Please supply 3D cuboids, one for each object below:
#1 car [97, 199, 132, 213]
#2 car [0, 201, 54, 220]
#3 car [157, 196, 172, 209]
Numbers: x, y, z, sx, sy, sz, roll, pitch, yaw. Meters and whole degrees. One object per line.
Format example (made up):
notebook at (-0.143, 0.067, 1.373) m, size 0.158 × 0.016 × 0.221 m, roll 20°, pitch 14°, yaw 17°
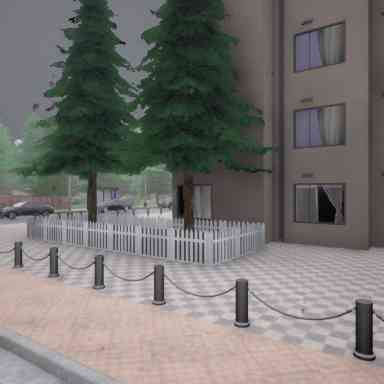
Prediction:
car at (-8.710, 1.476, 36.154) m, size 2.128 × 1.511 × 4.902 m, roll 0°, pitch 0°, yaw 37°
car at (-14.299, 1.510, 28.692) m, size 1.812 × 1.442 × 4.674 m, roll 0°, pitch 0°, yaw 37°
car at (-2.541, 1.337, 44.321) m, size 2.097 × 1.767 × 4.553 m, roll 0°, pitch 0°, yaw 37°
